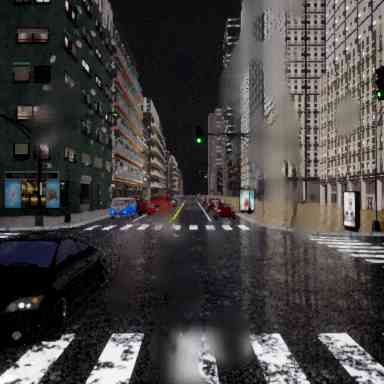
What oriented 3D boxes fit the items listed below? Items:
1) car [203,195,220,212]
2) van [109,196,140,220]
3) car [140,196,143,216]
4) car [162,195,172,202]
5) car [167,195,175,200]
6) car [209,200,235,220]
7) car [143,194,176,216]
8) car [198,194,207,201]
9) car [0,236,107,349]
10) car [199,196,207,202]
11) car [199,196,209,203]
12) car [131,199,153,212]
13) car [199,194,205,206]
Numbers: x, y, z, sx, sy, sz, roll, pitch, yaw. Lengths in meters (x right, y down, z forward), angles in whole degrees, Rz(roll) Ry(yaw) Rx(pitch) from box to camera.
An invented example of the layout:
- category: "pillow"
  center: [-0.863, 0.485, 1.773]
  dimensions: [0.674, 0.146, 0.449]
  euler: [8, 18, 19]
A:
- category: "car"
  center: [2.625, 1.457, 38.946]
  dimensions: [1.967, 1.590, 4.097]
  euler: [0, 0, 0]
- category: "van"
  center: [-5.734, 1.352, 27.876]
  dimensions: [1.690, 1.788, 3.998]
  euler: [0, 0, 0]
- category: "car"
  center: [-5.744, 1.329, 33.403]
  dimensions: [2.192, 1.841, 5.009]
  euler: [0, 0, 0]
- category: "car"
  center: [-5.829, 1.494, 77.624]
  dimensions: [1.967, 1.590, 4.097]
  euler: [0, 0, 0]
- category: "car"
  center: [-5.861, 1.643, 94.207]
  dimensions: [1.947, 1.339, 4.313]
  euler: [0, 0, 0]
- category: "car"
  center: [2.645, 1.592, 27.890]
  dimensions: [1.802, 1.307, 4.206]
  euler: [0, 0, 0]
- category: "car"
  center: [-3.061, 1.252, 32.619]
  dimensions: [2.150, 2.045, 5.566]
  euler: [0, 0, 0]
- category: "car"
  center: [2.542, 1.376, 83.167]
  dimensions: [2.192, 1.841, 5.009]
  euler: [0, 0, 0]
- category: "car"
  center: [-3.011, 1.566, 6.327]
  dimensions: [1.994, 1.385, 4.181]
  euler: [0, 0, 0]
- category: "car"
  center: [2.551, 1.636, 77.639]
  dimensions: [1.802, 1.307, 4.206]
  euler: [0, 0, 0]
- category: "car"
  center: [2.561, 1.592, 72.112]
  dimensions: [1.887, 1.381, 4.507]
  euler: [0, 0, 0]
- category: "car"
  center: [-5.757, 1.562, 38.931]
  dimensions: [1.887, 1.381, 4.507]
  euler: [0, 0, 0]
- category: "car"
  center: [2.593, 1.469, 55.529]
  dimensions: [1.967, 1.590, 4.097]
  euler: [0, 0, 0]
